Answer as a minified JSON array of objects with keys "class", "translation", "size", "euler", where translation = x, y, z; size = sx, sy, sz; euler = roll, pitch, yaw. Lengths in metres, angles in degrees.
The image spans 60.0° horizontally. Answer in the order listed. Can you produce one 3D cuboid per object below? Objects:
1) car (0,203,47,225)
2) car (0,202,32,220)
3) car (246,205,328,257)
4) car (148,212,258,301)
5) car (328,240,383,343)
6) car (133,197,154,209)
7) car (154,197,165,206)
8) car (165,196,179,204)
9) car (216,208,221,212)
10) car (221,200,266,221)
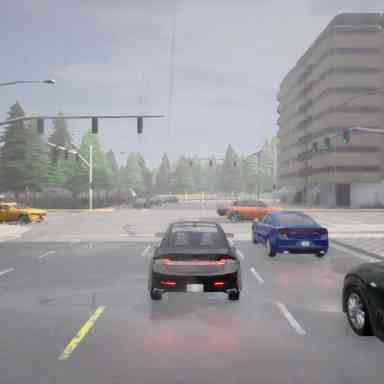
[{"class":"car","translation":[-13.045,1.523,24.111],"size":[5.008,1.535,1.882],"euler":[-1,-1,9]},{"class":"car","translation":[-16.196,1.620,28.243],"size":[4.181,1.385,1.994],"euler":[0,0,-2]},{"class":"car","translation":[3.586,1.478,12.980],"size":[1.882,1.535,5.008],"euler":[0,0,0]},{"class":"car","translation":[0.068,1.492,8.335],"size":[2.128,1.511,4.902],"euler":[0,0,0]},{"class":"car","translation":[3.600,1.352,3.829],"size":[2.097,1.767,4.553],"euler":[0,0,0]},{"class":"car","translation":[-6.979,1.525,46.413],"size":[1.812,1.442,4.674],"euler":[0,0,2]},{"class":"car","translation":[-6.361,1.525,56.316],"size":[1.812,1.442,4.674],"euler":[0,0,8]},{"class":"car","translation":[-4.216,1.505,66.285],"size":[1.837,1.490,4.892],"euler":[0,0,20]},{"class":"car","translation":[4.416,1.612,28.275],"size":[4.718,1.301,1.895],"euler":[0,0,0]},{"class":"car","translation":[4.752,1.360,24.781],"size":[4.553,1.767,2.097],"euler":[0,0,0]}]
